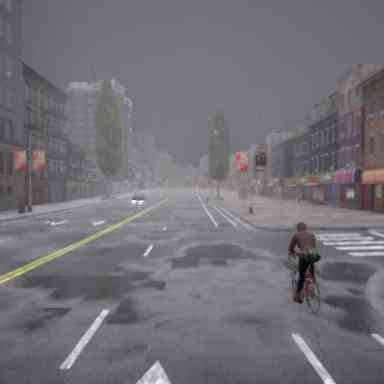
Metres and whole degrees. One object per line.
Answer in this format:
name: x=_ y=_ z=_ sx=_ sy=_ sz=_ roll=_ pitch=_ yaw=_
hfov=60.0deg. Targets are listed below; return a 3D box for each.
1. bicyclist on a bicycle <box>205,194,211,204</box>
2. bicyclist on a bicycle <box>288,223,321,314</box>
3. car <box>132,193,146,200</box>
bicyclist on a bicycle: x=2.266 y=0.991 z=47.183 sx=0.866 sy=1.612 sz=1.509 roll=0 pitch=1 yaw=0
bicyclist on a bicycle: x=2.248 y=1.452 z=6.677 sx=0.582 sy=1.620 sz=1.656 roll=0 pitch=0 yaw=0
car: x=-9.755 y=0.822 z=61.490 sx=1.994 sy=1.385 sz=4.181 roll=0 pitch=1 yaw=0
